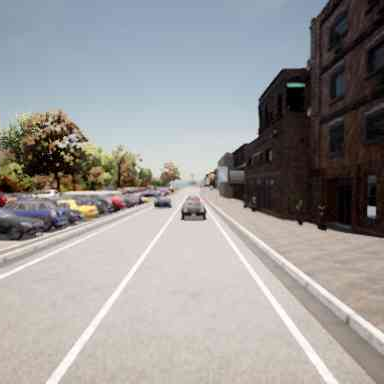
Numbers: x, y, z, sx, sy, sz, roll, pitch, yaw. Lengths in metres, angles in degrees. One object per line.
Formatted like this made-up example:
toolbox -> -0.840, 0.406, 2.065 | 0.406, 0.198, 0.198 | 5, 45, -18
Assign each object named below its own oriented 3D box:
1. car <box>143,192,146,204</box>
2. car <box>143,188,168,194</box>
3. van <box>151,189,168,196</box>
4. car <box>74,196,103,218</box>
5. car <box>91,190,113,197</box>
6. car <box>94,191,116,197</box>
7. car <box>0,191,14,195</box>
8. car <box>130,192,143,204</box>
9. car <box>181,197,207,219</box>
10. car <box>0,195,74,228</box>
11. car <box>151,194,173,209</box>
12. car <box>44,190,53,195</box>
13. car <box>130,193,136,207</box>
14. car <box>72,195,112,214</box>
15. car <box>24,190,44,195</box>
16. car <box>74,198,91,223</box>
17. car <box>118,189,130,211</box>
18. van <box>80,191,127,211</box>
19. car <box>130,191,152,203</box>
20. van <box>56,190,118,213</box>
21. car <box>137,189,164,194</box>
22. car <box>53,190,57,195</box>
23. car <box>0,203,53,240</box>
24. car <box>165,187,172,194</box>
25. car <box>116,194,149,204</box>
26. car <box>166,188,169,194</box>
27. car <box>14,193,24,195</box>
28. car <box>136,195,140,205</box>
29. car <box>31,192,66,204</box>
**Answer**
car -> -9.279, 1.083, 46.219 | 4.792, 1.488, 2.163 | 0, 1, 0
car -> -9.416, 0.445, 83.453 | 5.366, 1.575, 1.946 | 0, 1, 0
van -> -9.261, 0.081, 94.751 | 4.442, 1.987, 1.878 | 0, 1, 0
car -> -9.546, 1.284, 23.955 | 5.366, 1.575, 1.946 | 0, 1, 0
car -> -21.801, 0.355, 80.685 | 4.553, 1.767, 2.185 | 0, 1, 0
car -> -21.806, 0.447, 83.386 | 5.008, 1.535, 2.097 | 0, 1, 0
car -> -22.414, 0.918, 35.018 | 5.566, 2.045, 2.435 | 0, 1, 0
car -> -9.266, 1.123, 43.435 | 4.674, 1.452, 2.002 | 0, 1, 0
car -> 0.130, 1.343, 26.190 | 1.895, 1.301, 4.718 | 0, 1, 0
car -> -9.357, 1.218, 18.385 | 4.553, 1.767, 2.185 | 0, 1, 0
car -> -3.297, 1.208, 38.353 | 1.895, 1.301, 4.718 | 0, 1, 0
car -> -22.361, 0.926, 46.158 | 4.553, 1.767, 2.185 | 0, 1, 0
car -> -9.285, 1.142, 37.869 | 4.892, 1.521, 2.231 | 0, 1, 0
car -> -9.340, 1.259, 26.736 | 4.892, 1.521, 2.231 | 0, 1, 0
car -> -22.375, 0.956, 43.374 | 4.553, 1.767, 2.185 | 0, 1, 0
car -> -9.381, 1.317, 21.171 | 4.892, 1.521, 2.231 | 0, 1, 0
car -> -9.291, 0.949, 32.300 | 5.566, 2.045, 2.435 | 0, 1, 0
van -> -9.189, 0.946, 34.959 | 4.442, 1.987, 1.878 | 0, 1, 0
car -> -9.050, 1.021, 49.000 | 5.366, 1.575, 1.946 | 0, 1, 0
van -> -9.216, 1.004, 29.517 | 4.442, 1.987, 1.878 | 0, 1, 0
car -> -9.325, 0.583, 74.975 | 4.792, 1.488, 2.163 | 0, 1, 0
car -> -22.344, 0.770, 49.067 | 5.566, 2.045, 2.435 | 0, 1, 0
car -> -9.405, 1.411, 15.604 | 4.674, 1.452, 2.002 | 0, 1, 0
car -> -9.138, 0.091, 91.924 | 5.566, 2.045, 2.435 | 0, 1, 0
car -> -9.237, 1.036, 51.643 | 4.674, 1.452, 2.002 | -1, 1, 1
car -> -9.204, 0.413, 86.277 | 5.008, 1.535, 2.097 | 0, 1, 0
car -> -22.339, 1.013, 37.929 | 4.553, 1.767, 2.185 | 0, 1, 0
car -> -9.248, 1.141, 40.652 | 4.792, 1.488, 2.163 | 0, 1, 0
car -> -22.270, 0.866, 51.853 | 4.553, 1.767, 2.185 | 0, 1, 0
